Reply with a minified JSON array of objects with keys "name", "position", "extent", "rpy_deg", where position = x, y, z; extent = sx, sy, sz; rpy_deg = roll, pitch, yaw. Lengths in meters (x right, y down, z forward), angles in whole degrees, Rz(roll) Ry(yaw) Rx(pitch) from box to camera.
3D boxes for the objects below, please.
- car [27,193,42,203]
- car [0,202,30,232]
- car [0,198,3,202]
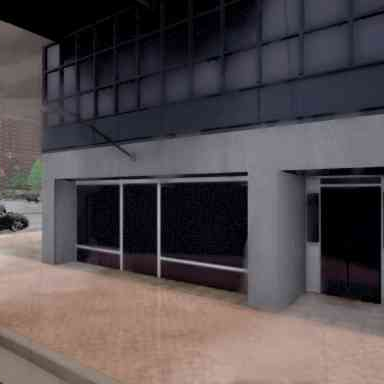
[{"name":"car","position":[-30.160,1.153,64.684],"extent":[4.605,1.855,1.932],"rpy_deg":[0,0,35]},{"name":"car","position":[-11.322,1.504,17.869],"extent":[1.837,1.490,4.892],"rpy_deg":[0,0,36]},{"name":"car","position":[-17.822,1.491,27.153],"extent":[2.128,1.511,4.902],"rpy_deg":[0,0,36]}]
